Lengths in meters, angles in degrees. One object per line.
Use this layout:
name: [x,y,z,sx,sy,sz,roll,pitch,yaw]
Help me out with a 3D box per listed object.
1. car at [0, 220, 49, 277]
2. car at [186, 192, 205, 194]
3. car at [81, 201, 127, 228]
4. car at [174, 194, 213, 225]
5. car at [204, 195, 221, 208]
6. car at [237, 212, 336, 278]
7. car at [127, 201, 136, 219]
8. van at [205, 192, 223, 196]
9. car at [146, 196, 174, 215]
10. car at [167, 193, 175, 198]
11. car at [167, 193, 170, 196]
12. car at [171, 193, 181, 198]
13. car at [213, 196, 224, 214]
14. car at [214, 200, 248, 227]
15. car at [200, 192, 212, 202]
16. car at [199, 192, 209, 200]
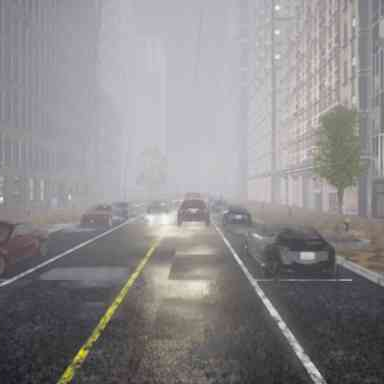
car: [-5.690,1.527,9.826,1.802,1.307,4.206,0,0,0]
car: [0.093,0.988,40.586,2.150,2.045,5.566,0,1,0]
car: [-5.690,1.425,21.210,1.887,1.381,4.507,0,0,0]
car: [0.098,1.223,22.752,2.097,1.767,4.553,0,0,0]
car: [2.688,1.183,43.971,1.967,1.590,4.097,0,0,0]
car: [2.691,1.511,9.819,1.947,1.339,4.313,0,0,0]
car: [-5.691,1.413,26.903,1.947,1.339,4.313,0,0,0]
van: [2.689,1.119,38.280,1.690,1.788,3.998,0,0,0]
car: [-3.101,1.384,31.469,1.994,1.385,4.181,0,0,0]
car: [-5.697,0.999,89.520,1.947,1.339,4.313,0,0,0]
car: [-5.694,1.181,61.059,2.008,1.369,4.403,0,0,0]
car: [-3.007,0.993,72.861,1.837,1.490,4.892,0,0,0]
car: [2.689,1.379,32.587,1.947,1.339,4.313,0,0,0]
car: [2.690,1.446,21.203,1.947,1.339,4.313,0,0,0]
car: [2.687,0.907,66.739,2.192,1.841,5.009,0,0,0]
car: [2.686,0.829,78.123,2.192,1.841,5.009,0,0,0]
